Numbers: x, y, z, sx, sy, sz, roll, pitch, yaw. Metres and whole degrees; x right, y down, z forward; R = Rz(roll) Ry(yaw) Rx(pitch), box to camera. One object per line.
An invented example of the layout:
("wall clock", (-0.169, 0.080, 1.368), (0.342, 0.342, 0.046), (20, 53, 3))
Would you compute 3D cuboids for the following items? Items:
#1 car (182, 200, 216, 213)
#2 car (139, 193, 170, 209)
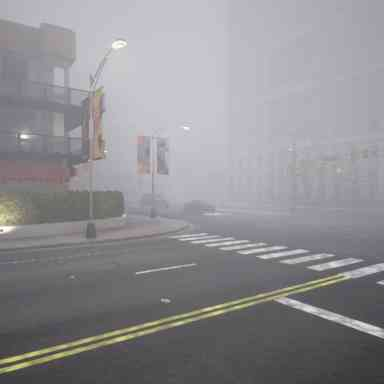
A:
("car", (0.733, 1.564, 36.698), (1.994, 1.385, 4.181), (0, 0, -35))
("car", (-5.203, 1.221, 45.335), (2.150, 2.045, 5.566), (0, 0, -35))
